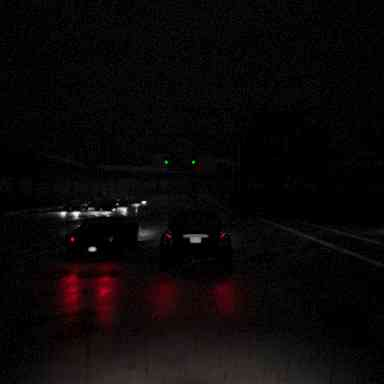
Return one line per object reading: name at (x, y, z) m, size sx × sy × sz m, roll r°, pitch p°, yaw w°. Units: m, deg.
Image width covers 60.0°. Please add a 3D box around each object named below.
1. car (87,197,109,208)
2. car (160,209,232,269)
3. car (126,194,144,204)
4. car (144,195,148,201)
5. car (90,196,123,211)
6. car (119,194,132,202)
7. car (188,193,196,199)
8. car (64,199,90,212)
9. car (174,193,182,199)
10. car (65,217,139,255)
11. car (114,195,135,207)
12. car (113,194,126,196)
car at (-14.006, 1.519, 49.796) m, size 1.812 × 1.442 × 4.674 m, roll 0°, pitch 0°, yaw 1°
car at (0.107, 1.397, 11.528) m, size 2.097 × 1.767 × 4.553 m, roll 0°, pitch 0°, yaw 0°
car at (-10.457, 1.395, 60.797) m, size 1.812 × 1.442 × 4.674 m, roll 0°, pitch 1°, yaw 0°
car at (-10.450, 1.272, 70.729) m, size 1.994 × 1.385 × 4.181 m, roll 0°, pitch 1°, yaw 0°
car at (-10.562, 1.599, 41.466) m, size 2.033 × 1.411 × 5.357 m, roll 0°, pitch 0°, yaw 0°
car at (-13.950, 1.226, 70.314) m, size 1.837 × 1.490 × 4.892 m, roll 0°, pitch 1°, yaw 0°
car at (0.058, 1.009, 82.482) m, size 1.882 × 1.535 × 5.008 m, roll 0°, pitch 1°, yaw 0°
car at (-14.061, 1.586, 40.701) m, size 1.812 × 1.442 × 4.674 m, roll 0°, pitch 0°, yaw 0°
car at (-3.442, 1.015, 82.086) m, size 1.882 × 1.535 × 5.008 m, roll 0°, pitch 1°, yaw 0°
car at (-3.390, 1.655, 13.548) m, size 1.895 × 1.301 × 4.718 m, roll 0°, pitch 0°, yaw 0°
car at (-10.501, 1.583, 51.058) m, size 1.895 × 1.301 × 4.718 m, roll 0°, pitch 0°, yaw 1°
car at (-13.958, 1.373, 59.932) m, size 2.128 × 1.511 × 4.902 m, roll 0°, pitch 1°, yaw 0°
